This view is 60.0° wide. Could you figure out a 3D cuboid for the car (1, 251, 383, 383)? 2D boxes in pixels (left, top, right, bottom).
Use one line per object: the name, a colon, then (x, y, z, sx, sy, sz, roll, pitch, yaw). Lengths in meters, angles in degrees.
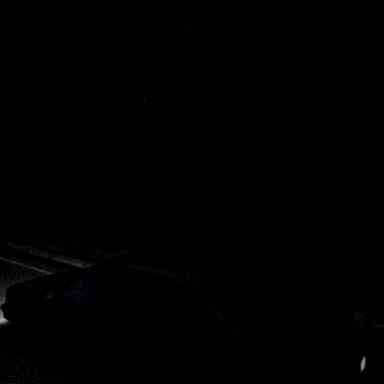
car: (-0.484, 1.554, 4.460, 5.357, 1.411, 2.033, 0, 0, 37)
